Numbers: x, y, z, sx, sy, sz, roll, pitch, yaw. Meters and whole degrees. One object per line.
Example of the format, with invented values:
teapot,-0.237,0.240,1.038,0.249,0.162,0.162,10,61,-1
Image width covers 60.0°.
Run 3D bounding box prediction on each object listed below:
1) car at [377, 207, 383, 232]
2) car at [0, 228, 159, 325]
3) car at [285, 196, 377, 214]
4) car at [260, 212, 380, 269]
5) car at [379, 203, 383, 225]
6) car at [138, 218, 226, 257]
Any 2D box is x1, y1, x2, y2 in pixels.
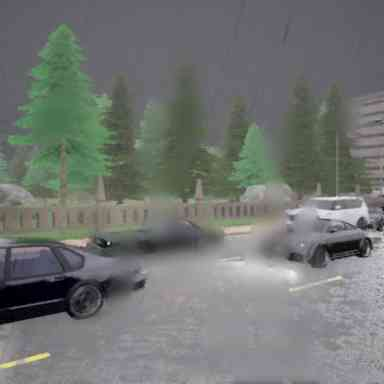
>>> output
car,11.330,1.619,20.553,4.181,1.385,1.994,0,0,-36
car,-3.464,1.549,5.822,5.357,1.411,2.033,0,0,-35
car,7.225,1.255,17.727,5.566,2.045,2.150,0,0,-35
car,4.285,1.585,11.345,4.181,1.385,1.994,0,0,-36
car,15.587,1.546,23.635,4.902,1.511,2.128,0,0,-35
car,-1.160,1.613,11.763,4.718,1.301,1.895,0,0,-35
